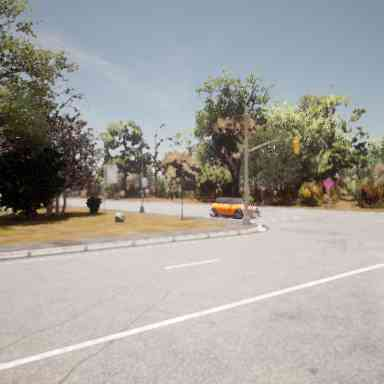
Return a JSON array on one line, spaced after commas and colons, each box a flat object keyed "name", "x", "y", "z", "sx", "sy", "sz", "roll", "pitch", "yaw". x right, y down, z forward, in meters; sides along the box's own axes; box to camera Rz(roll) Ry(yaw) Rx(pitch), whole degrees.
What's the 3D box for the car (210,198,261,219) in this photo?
[{"name": "car", "x": 3.638, "y": 1.290, "z": 28.090, "sx": 2.097, "sy": 1.767, "sz": 4.553, "roll": 0, "pitch": 0, "yaw": -39}]
